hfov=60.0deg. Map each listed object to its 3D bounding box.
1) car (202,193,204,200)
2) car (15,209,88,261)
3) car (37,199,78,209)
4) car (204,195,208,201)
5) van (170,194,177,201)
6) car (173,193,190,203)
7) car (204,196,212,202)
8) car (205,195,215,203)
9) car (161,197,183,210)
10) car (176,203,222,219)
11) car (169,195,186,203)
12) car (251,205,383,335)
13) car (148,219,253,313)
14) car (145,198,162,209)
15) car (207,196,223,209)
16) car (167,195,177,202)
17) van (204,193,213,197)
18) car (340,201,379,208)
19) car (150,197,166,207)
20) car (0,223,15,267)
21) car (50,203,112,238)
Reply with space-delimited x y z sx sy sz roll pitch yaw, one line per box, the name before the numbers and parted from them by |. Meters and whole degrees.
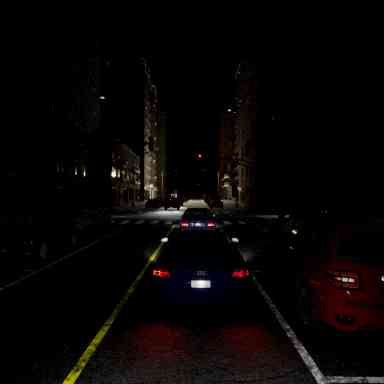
car | 3.611 1.335 67.600 2.192 1.841 5.009 1 0 1
car | -5.687 1.547 12.396 1.887 1.381 4.507 1 0 1
car | -11.144 1.380 29.704 5.008 1.535 1.882 1 0 -5
car | 3.450 1.597 56.255 1.802 1.307 4.206 1 0 1
van | -4.677 1.371 84.743 1.690 1.788 3.998 1 0 1
car | -2.085 1.372 67.764 2.097 1.767 4.553 0 0 1
car | 3.766 1.608 78.945 1.802 1.307 4.206 1 0 1
car | 3.371 1.594 50.582 1.802 1.307 4.206 1 0 1
car | -2.504 1.611 43.240 1.895 1.301 4.718 0 0 1
car | 0.292 1.552 17.836 2.033 1.411 5.357 0 0 0
car | -2.366 1.614 52.671 1.895 1.301 4.718 0 0 1
car | 2.762 1.316 6.644 2.192 1.841 5.009 1 0 1
car | 0.185 1.566 7.772 1.994 1.385 4.181 0 0 1
car | -5.232 1.555 45.037 1.887 1.381 4.507 1 0 1
car | 3.293 1.593 44.909 1.802 1.307 4.206 1 0 1
car | -4.757 1.466 79.071 1.967 1.590 4.097 1 0 1
van | 3.532 1.358 61.928 1.690 1.788 3.998 1 0 1
car | 15.368 1.654 31.937 4.902 1.511 2.128 0 -1 1
car | -5.153 1.557 50.709 1.887 1.381 4.507 1 0 1
car | -5.767 1.527 6.602 1.752 1.417 4.829 1 0 1
car | -5.611 1.529 17.850 1.752 1.417 4.829 1 0 1
